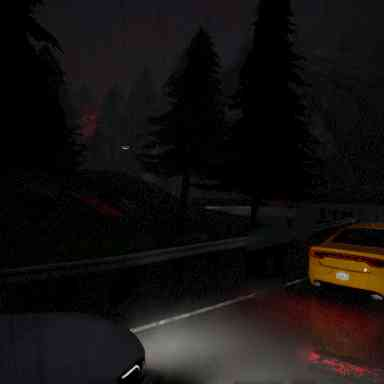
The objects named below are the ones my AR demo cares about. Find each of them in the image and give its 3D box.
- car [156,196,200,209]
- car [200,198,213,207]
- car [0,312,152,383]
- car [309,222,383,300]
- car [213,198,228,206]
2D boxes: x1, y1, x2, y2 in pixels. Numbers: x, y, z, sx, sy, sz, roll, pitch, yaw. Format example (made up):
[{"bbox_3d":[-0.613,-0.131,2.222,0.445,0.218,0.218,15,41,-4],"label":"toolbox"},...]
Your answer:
[{"bbox_3d":[-2.050,1.509,47.432,5.357,1.411,2.033,0,0,35],"label":"car"},{"bbox_3d":[-0.056,1.509,50.310,5.357,1.411,2.033,0,0,35],"label":"car"},{"bbox_3d":[-2.522,1.526,2.209,4.674,1.442,1.812,0,0,-36],"label":"car"},{"bbox_3d":[4.765,1.478,8.090,5.008,1.535,1.882,0,0,-42],"label":"car"},{"bbox_3d":[3.279,1.569,52.268,4.718,1.301,1.895,0,0,34],"label":"car"}]
